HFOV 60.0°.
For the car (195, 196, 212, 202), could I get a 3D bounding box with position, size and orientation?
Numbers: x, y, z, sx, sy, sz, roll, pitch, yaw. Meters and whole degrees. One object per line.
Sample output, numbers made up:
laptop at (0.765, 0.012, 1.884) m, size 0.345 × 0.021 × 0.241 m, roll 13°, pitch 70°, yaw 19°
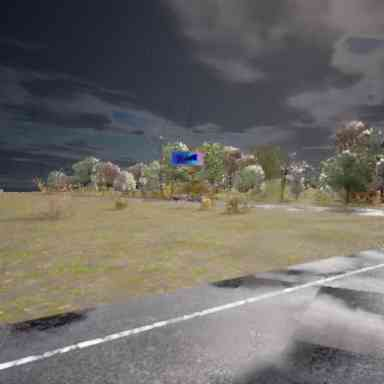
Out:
car at (1.813, 1.409, 65.100) m, size 2.033 × 1.411 × 5.357 m, roll 0°, pitch 0°, yaw -33°
